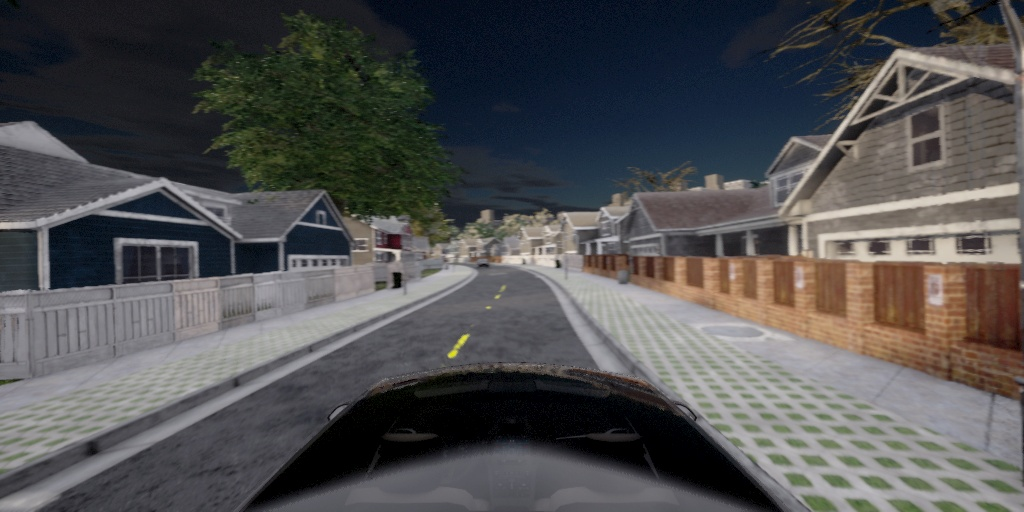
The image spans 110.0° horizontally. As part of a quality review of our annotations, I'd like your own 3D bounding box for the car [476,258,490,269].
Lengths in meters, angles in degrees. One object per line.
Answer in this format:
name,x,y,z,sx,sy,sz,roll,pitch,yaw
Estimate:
car,-4.565,1.125,55.666,1.837,1.490,4.892,-2,0,-10
